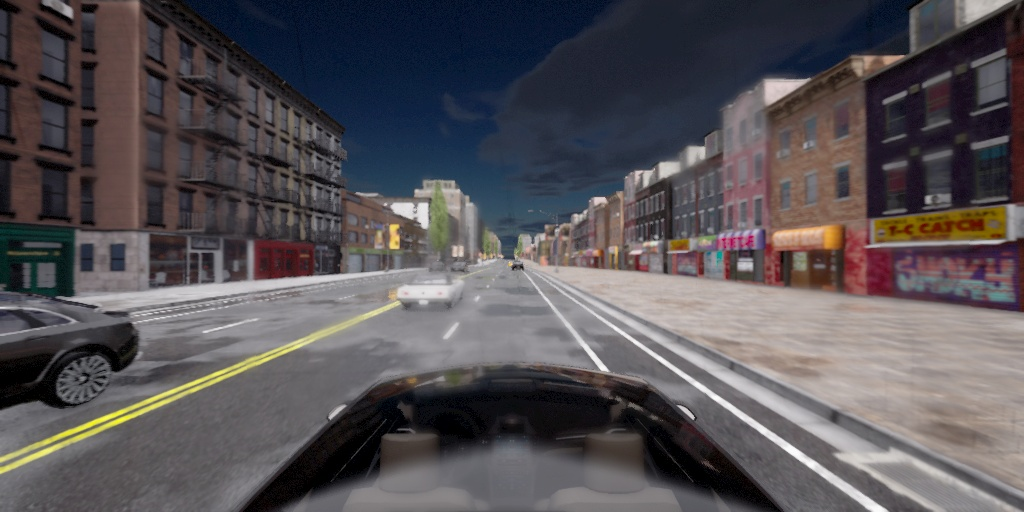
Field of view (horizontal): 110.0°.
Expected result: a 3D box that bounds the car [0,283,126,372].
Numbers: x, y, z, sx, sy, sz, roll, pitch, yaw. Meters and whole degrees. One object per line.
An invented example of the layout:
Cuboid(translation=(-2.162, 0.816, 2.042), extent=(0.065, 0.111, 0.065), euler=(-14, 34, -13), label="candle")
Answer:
Cuboid(translation=(-9.847, 1.318, 6.125), extent=(1.994, 1.385, 4.181), euler=(0, 0, 0), label="car")

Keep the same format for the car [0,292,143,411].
Cuboid(translation=(-6.598, 1.242, 3.389), extent=(2.128, 1.511, 4.902), euler=(0, 0, 0), label="car")

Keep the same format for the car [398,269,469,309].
Cuboid(translation=(-3.147, 1.378, 15.014), extent=(1.895, 1.301, 4.718), euler=(0, 0, 0), label="car")

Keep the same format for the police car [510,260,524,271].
Cuboid(translation=(0.989, 1.559, 58.621), extent=(1.930, 1.638, 5.238), euler=(0, -1, 0), label="police car")

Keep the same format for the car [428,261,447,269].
Cuboid(translation=(-9.817, 1.479, 47.761), extent=(1.837, 1.490, 4.892), euler=(0, 0, 0), label="car")

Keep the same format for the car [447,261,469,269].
Cuboid(translation=(-6.569, 1.445, 45.287), extent=(1.837, 1.490, 4.892), euler=(0, 0, 0), label="car")
